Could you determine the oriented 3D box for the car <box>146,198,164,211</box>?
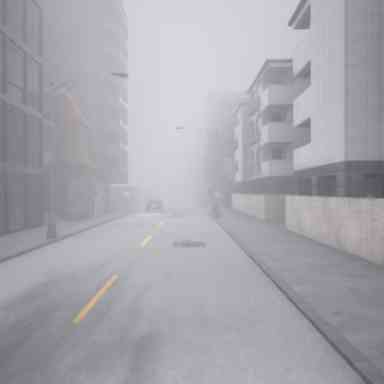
[{"bbox_3d":[-4.403,1.481,39.841,2.128,1.511,4.902,0,0,-1],"label":"car"}]
